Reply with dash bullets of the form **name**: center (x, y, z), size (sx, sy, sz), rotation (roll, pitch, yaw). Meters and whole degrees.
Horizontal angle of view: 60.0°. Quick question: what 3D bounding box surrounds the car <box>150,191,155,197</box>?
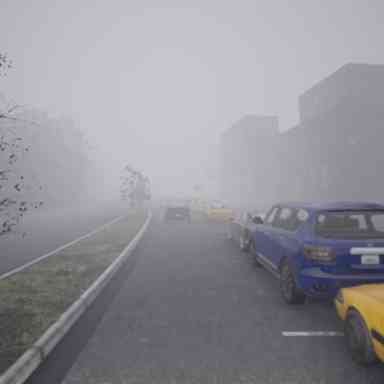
- **car**: center (-9.296, 0.883, 90.518), size (2.435, 2.045, 5.566), rotation (0, 0, -11)

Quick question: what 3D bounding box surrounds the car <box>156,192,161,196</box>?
- **car**: center (-6.134, 1.279, 74.183), size (2.163, 1.488, 4.792), rotation (0, 0, -11)

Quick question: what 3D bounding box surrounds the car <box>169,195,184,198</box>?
- **car**: center (-1.927, 1.366, 52.467), size (2.097, 1.535, 5.008), rotation (0, 0, -10)

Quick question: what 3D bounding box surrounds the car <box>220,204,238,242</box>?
- **car**: center (2.699, 1.477, 13.787), size (2.231, 1.521, 4.892), rotation (0, 0, -2)

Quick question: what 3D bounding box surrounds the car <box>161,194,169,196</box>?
- **car**: center (-4.017, 1.314, 63.259), size (2.231, 1.521, 4.892), rotation (0, 0, -11)

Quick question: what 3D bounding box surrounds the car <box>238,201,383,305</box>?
- **car**: center (2.910, 1.230, 8.243), size (2.435, 2.045, 5.566), rotation (0, 0, -2)

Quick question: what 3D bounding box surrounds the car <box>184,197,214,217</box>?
- **car**: center (0.687, 1.420, 36.036), size (1.946, 1.575, 5.366), rotation (0, 0, -7)

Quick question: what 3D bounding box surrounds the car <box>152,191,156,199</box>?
- **car**: center (-8.244, 1.206, 85.076), size (2.163, 1.488, 4.792), rotation (0, 0, -11)

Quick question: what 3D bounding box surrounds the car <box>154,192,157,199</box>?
- **car**: center (-7.182, 1.254, 79.599), size (2.002, 1.452, 4.674), rotation (0, 0, -11)

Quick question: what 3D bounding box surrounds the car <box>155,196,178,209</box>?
- **car**: center (-3.325, 1.512, 42.809), size (1.895, 1.301, 4.718), rotation (0, 0, -9)

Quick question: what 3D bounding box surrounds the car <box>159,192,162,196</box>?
- **car**: center (-5.073, 1.323, 68.708), size (2.002, 1.452, 4.674), rotation (0, 0, -11)

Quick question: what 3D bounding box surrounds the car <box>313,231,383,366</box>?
- **car**: center (3.042, 1.478, 2.835), size (1.946, 1.575, 5.366), rotation (0, 0, 0)

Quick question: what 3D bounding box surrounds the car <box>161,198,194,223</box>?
- **car**: center (-1.172, 1.443, 25.217), size (1.882, 1.535, 5.008), rotation (0, 0, -5)
